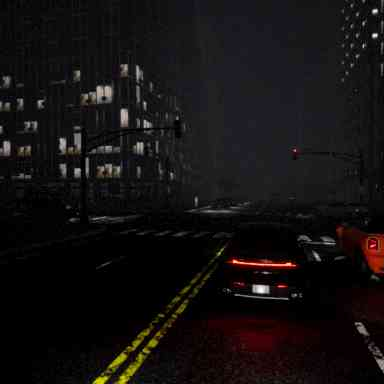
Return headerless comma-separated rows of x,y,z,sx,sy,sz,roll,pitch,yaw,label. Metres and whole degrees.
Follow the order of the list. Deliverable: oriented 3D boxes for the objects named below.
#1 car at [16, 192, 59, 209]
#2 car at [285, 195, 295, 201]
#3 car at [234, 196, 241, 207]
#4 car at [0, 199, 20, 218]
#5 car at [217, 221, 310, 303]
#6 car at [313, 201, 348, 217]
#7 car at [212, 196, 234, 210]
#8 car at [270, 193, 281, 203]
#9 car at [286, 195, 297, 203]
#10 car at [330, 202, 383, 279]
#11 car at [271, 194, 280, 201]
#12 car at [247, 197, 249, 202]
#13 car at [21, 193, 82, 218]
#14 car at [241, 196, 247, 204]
-15.387,0.996,32.909,5.566,2.045,2.150,1,1,15,car
23.364,1.465,79.544,2.033,1.411,5.357,0,0,14,car
6.132,1.471,51.846,1.837,1.490,4.892,0,0,14,car
-16.809,1.434,27.175,4.313,1.339,1.947,1,1,15,car
1.839,1.501,8.342,1.837,1.490,4.892,0,0,14,car
12.537,1.506,28.130,1.812,1.442,4.674,-1,2,-32,car
3.843,1.501,42.864,1.812,1.442,4.674,0,0,14,car
17.647,1.158,70.284,2.150,2.045,5.566,0,0,14,car
20.816,1.464,69.539,2.128,1.511,4.902,0,0,14,car
5.707,1.347,9.950,2.097,1.767,4.553,0,0,14,car
20.215,1.236,80.349,1.882,1.535,5.008,0,0,14,car
10.993,1.497,70.504,1.994,1.385,4.181,0,0,14,car
-11.808,1.216,28.622,4.553,1.767,2.097,1,1,15,car
8.455,1.482,60.844,1.812,1.442,4.674,0,0,15,car
